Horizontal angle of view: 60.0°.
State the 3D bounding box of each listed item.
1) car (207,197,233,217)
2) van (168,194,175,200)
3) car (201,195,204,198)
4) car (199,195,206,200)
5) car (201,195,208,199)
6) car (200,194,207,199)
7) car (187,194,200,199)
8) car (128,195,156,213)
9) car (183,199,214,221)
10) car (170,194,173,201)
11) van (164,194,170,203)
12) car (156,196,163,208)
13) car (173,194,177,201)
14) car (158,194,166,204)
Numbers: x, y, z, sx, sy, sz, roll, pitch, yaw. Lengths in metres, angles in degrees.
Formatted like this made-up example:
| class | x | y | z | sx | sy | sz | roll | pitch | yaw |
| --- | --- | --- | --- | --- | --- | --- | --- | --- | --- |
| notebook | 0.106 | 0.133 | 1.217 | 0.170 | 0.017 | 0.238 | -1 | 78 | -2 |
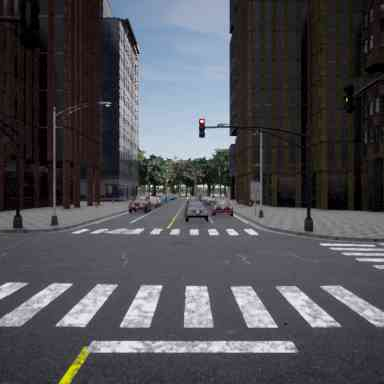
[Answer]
| class | x | y | z | sx | sy | sz | roll | pitch | yaw |
| --- | --- | --- | --- | --- | --- | --- | --- | --- | --- |
| car | 2.787 | 1.443 | 31.713 | 1.967 | 1.590 | 4.097 | 0 | 0 | 0 |
| van | -5.693 | 1.373 | 91.533 | 1.690 | 1.788 | 3.998 | 0 | 0 | 0 |
| car | 2.804 | 1.554 | 53.463 | 1.887 | 1.381 | 4.507 | 0 | 0 | 0 |
| car | 2.833 | 1.557 | 91.696 | 1.752 | 1.417 | 4.829 | 0 | 0 | 0 |
| car | 2.799 | 1.558 | 48.025 | 2.008 | 1.369 | 4.403 | 0 | 0 | 0 |
| car | 2.808 | 1.557 | 58.901 | 1.887 | 1.381 | 4.507 | 0 | 0 | 0 |
| car | 0.147 | 1.576 | 59.655 | 1.994 | 1.385 | 4.181 | 0 | 0 | 0 |
| car | -5.734 | 1.319 | 37.157 | 2.192 | 1.841 | 5.009 | 0 | 0 | 0 |
| car | 0.292 | 1.549 | 27.306 | 2.033 | 1.411 | 5.357 | 0 | 0 | -3 |
| car | -5.709 | 1.568 | 69.783 | 2.008 | 1.369 | 4.403 | 0 | 0 | 0 |
| van | -5.714 | 1.356 | 64.345 | 1.690 | 1.788 | 3.998 | 0 | 0 | 0 |
| car | -5.726 | 1.590 | 48.032 | 1.802 | 1.307 | 4.206 | 0 | 0 | 0 |
| car | -5.696 | 1.593 | 86.095 | 1.947 | 1.339 | 4.313 | 0 | 0 | 0 |
| car | -5.722 | 1.535 | 53.300 | 1.752 | 1.417 | 4.829 | 0 | 0 | 0 |
